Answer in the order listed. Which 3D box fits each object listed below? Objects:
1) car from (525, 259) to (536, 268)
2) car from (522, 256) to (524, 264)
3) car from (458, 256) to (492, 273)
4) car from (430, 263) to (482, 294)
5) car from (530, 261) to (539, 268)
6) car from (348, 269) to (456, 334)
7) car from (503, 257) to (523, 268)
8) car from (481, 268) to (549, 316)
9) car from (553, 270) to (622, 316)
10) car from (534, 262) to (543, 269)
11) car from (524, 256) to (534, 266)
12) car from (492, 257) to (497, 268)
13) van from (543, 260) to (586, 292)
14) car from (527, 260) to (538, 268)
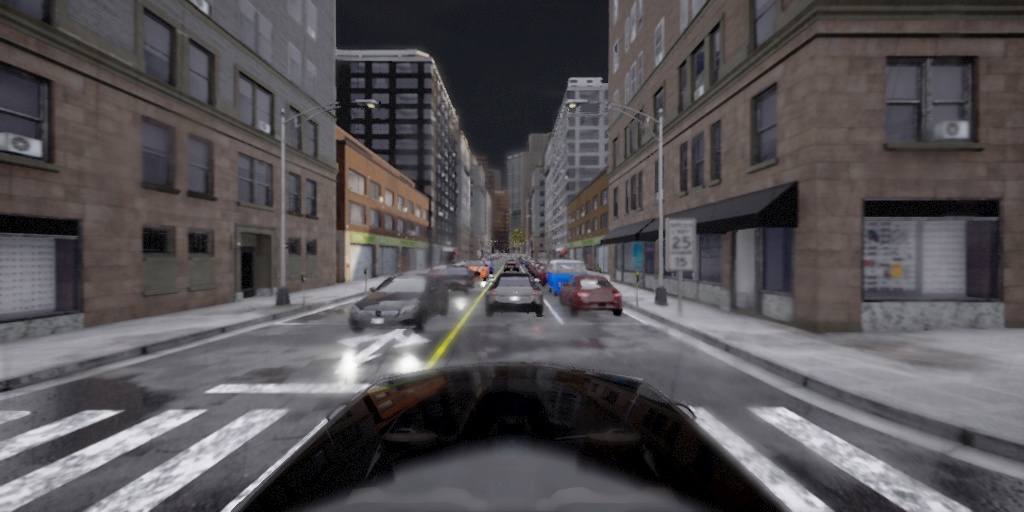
[{"bbox_3d":[2.729,1.296,40.809,1.802,1.307,4.207,0,0,0],"label":"car"},{"bbox_3d":[3.089,1.110,60.195,1.882,1.535,5.008,0,0,0],"label":"car"},{"bbox_3d":[-3.081,1.097,30.369,2.097,1.767,4.553,0,0,0],"label":"car"},{"bbox_3d":[-3.109,1.298,20.460,2.033,1.411,5.357,0,0,0],"label":"car"},{"bbox_3d":[2.739,1.326,29.701,1.802,1.307,4.207,0,0,0],"label":"car"},{"bbox_3d":[-3.103,1.276,10.810,1.812,1.442,4.674,0,0,2],"label":"car"},{"bbox_3d":[-0.025,1.217,41.665,1.837,1.490,4.892,0,1,0],"label":"car"},{"bbox_3d":[0.092,1.313,13.336,1.994,1.385,4.181,0,0,0],"label":"car"},{"bbox_3d":[2.754,1.331,13.041,1.802,1.307,4.207,0,0,0],"label":"car"},{"bbox_3d":[2.744,1.293,24.144,1.888,1.381,4.507,0,0,0],"label":"car"},{"bbox_3d":[3.104,1.187,53.196,1.812,1.442,4.674,0,0,0],"label":"car"},{"bbox_3d":[-3.033,1.195,40.426,1.882,1.535,5.008,0,0,0],"label":"car"},{"bbox_3d":[2.749,1.089,18.593,1.690,1.789,3.998,0,0,0],"label":"van"},{"bbox_3d":[2.734,1.315,35.253,1.802,1.307,4.207,0,0,0],"label":"car"}]
